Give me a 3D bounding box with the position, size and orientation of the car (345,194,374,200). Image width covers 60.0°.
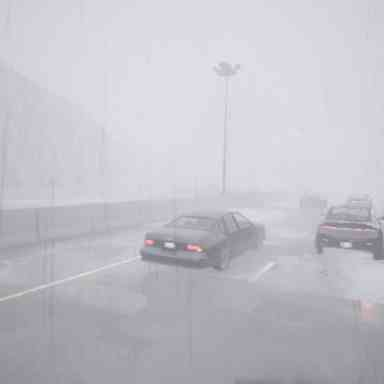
[{"bbox_3d":[13.491,0.896,26.829,2.128,1.511,4.902,2,2,27],"label":"car"}]

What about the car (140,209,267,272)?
[{"bbox_3d":[0.673,1.222,9.835,2.033,1.411,5.357,2,2,28],"label":"car"}]

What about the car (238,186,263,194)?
[{"bbox_3d":[8.919,-0.017,48.579,2.097,1.767,4.553,2,2,27],"label":"car"}]

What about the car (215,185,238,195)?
[{"bbox_3d":[5.796,0.053,50.170,2.033,1.411,5.357,2,2,27],"label":"car"}]

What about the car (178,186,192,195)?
[{"bbox_3d":[-0.412,-0.254,53.390,1.837,1.490,4.892,2,2,27],"label":"car"}]

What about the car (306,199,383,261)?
[{"bbox_3d":[5.465,1.222,11.454,2.128,1.511,4.902,2,2,28],"label":"car"}]

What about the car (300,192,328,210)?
[{"bbox_3d":[10.623,0.762,28.895,2.128,1.511,4.902,2,2,27],"label":"car"}]

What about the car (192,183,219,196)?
[{"bbox_3d":[2.685,-0.395,51.744,2.150,2.045,5.566,2,2,27],"label":"car"}]
